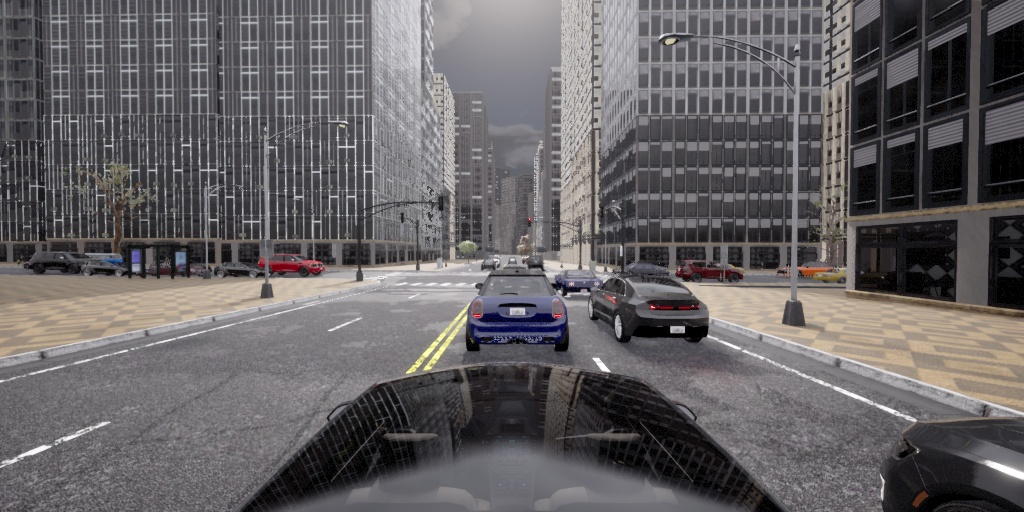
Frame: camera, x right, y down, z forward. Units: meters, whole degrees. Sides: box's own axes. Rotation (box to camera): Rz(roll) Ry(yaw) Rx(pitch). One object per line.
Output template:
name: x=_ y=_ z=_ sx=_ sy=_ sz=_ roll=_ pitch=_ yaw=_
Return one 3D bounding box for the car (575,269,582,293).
car: x=3.376 y=1.341 z=19.017 sx=1.895 sy=1.301 sz=4.718 roll=0 pitch=0 yaw=0

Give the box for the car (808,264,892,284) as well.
car: x=27.682 y=1.579 z=29.486 sx=4.829 sy=1.417 sz=1.751 roll=0 pitch=0 yaw=1

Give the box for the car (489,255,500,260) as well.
car: x=-3.242 y=0.925 z=60.582 sx=2.150 sy=2.045 sz=5.566 roll=0 pitch=0 yaw=0

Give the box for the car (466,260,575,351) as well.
car: x=0.110 y=1.099 z=9.100 sx=2.097 sy=1.767 sz=4.553 roll=0 pitch=0 yaw=0

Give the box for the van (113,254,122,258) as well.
van: x=-45.233 y=0.605 z=39.286 sx=3.998 sy=1.789 sz=1.690 roll=0 pitch=0 yaw=1

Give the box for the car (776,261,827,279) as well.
car: x=28.713 y=1.321 z=35.238 sx=4.553 sy=1.767 sz=2.097 roll=0 pitch=1 yaw=1

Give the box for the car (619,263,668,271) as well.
car: x=12.626 y=1.377 z=35.488 sx=5.357 sy=1.411 sz=2.033 roll=0 pitch=1 yaw=0

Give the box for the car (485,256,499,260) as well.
car: x=-3.271 y=1.193 z=50.633 sx=1.882 sy=1.535 sz=5.008 roll=0 pitch=0 yaw=0

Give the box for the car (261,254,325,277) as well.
car: x=-20.236 y=0.808 z=32.934 sx=5.566 sy=2.045 sz=2.150 roll=0 pitch=1 yaw=1

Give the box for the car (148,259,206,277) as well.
car: x=-28.374 y=1.138 z=30.427 sx=4.207 sy=1.307 sz=1.802 roll=0 pitch=0 yaw=1

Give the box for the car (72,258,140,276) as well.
car: x=-34.054 y=1.069 z=30.608 sx=4.313 sy=1.339 sz=1.948 roll=0 pitch=0 yaw=1

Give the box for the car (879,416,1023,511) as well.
car: x=3.345 y=1.255 z=0.308 sx=1.837 sy=1.490 sz=4.892 roll=0 pitch=0 yaw=0

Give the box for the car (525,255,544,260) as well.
car: x=3.218 y=0.938 z=49.097 sx=2.150 sy=2.045 sz=5.566 roll=0 pitch=0 yaw=2

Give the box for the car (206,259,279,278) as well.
car: x=-22.690 y=1.174 z=30.285 sx=4.313 sy=1.339 sz=1.948 roll=0 pitch=0 yaw=1

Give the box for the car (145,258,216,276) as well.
car: x=-30.595 y=0.997 z=33.163 sx=4.892 sy=1.490 sz=1.837 roll=1 pitch=1 yaw=1

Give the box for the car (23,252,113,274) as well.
car: x=-41.332 y=0.616 z=33.405 sx=5.566 sy=2.045 sz=2.150 roll=1 pitch=1 yaw=2

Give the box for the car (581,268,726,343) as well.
car: x=3.361 y=1.251 z=9.706 sx=1.837 sy=1.490 sz=4.892 roll=0 pitch=0 yaw=0

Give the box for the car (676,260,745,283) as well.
car: x=16.234 y=1.269 z=29.700 sx=5.009 sy=1.841 sz=2.192 roll=0 pitch=0 yaw=1
